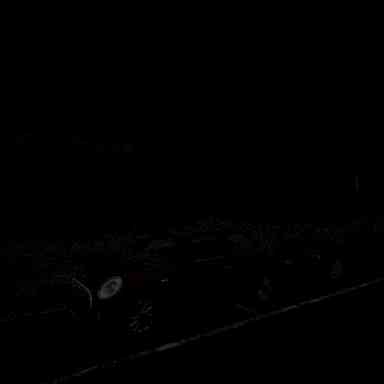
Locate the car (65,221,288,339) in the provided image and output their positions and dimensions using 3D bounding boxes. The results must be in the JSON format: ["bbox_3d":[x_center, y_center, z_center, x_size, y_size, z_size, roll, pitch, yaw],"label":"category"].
[{"bbox_3d":[-0.293,1.441,6.534,4.097,1.590,1.967,0,1,-35],"label":"car"}]

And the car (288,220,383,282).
[{"bbox_3d":[4.295,1.545,9.790,4.507,1.381,1.887,0,1,-35],"label":"car"}]
